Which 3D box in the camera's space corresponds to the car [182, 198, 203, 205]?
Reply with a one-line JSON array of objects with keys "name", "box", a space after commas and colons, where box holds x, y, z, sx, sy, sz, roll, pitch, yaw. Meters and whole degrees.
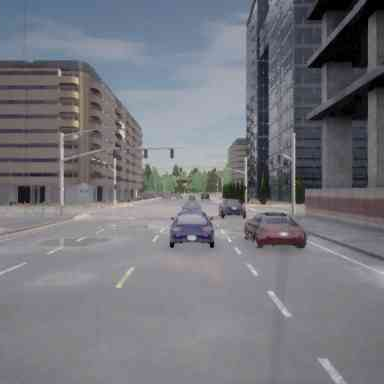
[{"name": "car", "box": [0.000, 1.562, 29.652, 2.033, 1.411, 5.357, 0, 0, 0]}]

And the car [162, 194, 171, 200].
[{"name": "car", "box": [-6.999, 1.298, 92.295, 2.097, 1.767, 4.553, 0, 0, 1]}]

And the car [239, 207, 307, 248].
[{"name": "car", "box": [3.500, 1.571, 14.650, 1.994, 1.385, 4.181, 0, 0, 0]}]

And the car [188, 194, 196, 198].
[{"name": "car", "box": [-0.063, 1.484, 87.151, 2.128, 1.511, 4.902, 0, 0, 1]}]

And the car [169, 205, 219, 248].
[{"name": "car", "box": [0.000, 1.531, 14.650, 1.812, 1.442, 4.674, 0, 0, 0]}]

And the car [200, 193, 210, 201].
[{"name": "car", "box": [3.438, 1.184, 87.170, 2.150, 2.045, 5.566, 0, 0, 1]}]

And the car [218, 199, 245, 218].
[{"name": "car", "box": [3.500, 1.365, 29.622, 2.097, 1.767, 4.553, 0, 0, 0]}]

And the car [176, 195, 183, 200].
[{"name": "car", "box": [-3.500, 1.538, 92.191, 1.895, 1.301, 4.718, 0, 0, 1]}]
